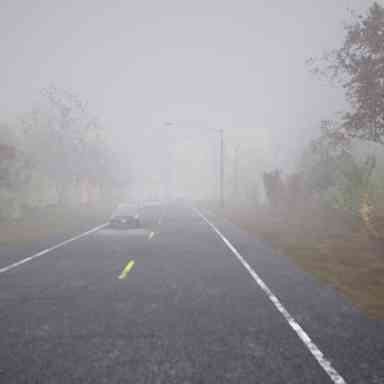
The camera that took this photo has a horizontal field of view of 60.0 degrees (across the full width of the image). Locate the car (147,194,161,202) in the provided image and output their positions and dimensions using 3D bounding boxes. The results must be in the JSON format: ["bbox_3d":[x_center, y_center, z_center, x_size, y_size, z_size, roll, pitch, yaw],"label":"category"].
[{"bbox_3d":[-7.468,1.139,63.291,2.128,1.511,4.902,0,0,-6],"label":"car"}]

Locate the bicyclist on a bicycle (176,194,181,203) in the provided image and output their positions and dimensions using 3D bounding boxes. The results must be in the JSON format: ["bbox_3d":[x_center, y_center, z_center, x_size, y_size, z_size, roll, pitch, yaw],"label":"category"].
[{"bbox_3d":[-2.339,1.115,57.967,0.866,1.612,1.509,0,0,-6],"label":"bicyclist on a bicycle"}]

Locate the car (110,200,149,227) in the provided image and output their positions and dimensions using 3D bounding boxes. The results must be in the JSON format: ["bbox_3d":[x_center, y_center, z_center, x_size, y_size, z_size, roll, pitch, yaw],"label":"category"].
[{"bbox_3d":[-4.125,1.430,21.872,1.812,1.442,4.674,0,0,-3],"label":"car"}]

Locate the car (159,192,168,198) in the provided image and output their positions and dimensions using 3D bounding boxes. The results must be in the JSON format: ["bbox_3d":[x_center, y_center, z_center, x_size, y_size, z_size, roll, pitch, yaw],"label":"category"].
[{"bbox_3d":[-7.644,0.801,89.102,1.837,1.490,4.892,0,1,-10],"label":"car"}]

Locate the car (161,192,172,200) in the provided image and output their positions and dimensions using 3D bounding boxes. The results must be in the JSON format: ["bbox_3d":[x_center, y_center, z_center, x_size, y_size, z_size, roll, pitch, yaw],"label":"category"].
[{"bbox_3d":[-5.659,1.067,76.326,2.128,1.511,4.902,0,0,-9],"label":"car"}]

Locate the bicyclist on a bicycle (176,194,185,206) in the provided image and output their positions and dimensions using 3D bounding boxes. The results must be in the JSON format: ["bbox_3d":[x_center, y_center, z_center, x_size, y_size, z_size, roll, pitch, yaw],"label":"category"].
[{"bbox_3d":[-1.455,1.172,49.443,0.866,1.612,1.509,0,3,-5],"label":"bicyclist on a bicycle"}]
